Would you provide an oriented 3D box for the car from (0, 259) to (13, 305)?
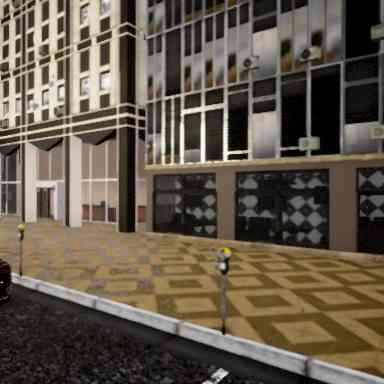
[{"bbox_3d":[-5.268,1.539,6.626,4.313,1.339,1.947,0,0,35],"label":"car"}]
